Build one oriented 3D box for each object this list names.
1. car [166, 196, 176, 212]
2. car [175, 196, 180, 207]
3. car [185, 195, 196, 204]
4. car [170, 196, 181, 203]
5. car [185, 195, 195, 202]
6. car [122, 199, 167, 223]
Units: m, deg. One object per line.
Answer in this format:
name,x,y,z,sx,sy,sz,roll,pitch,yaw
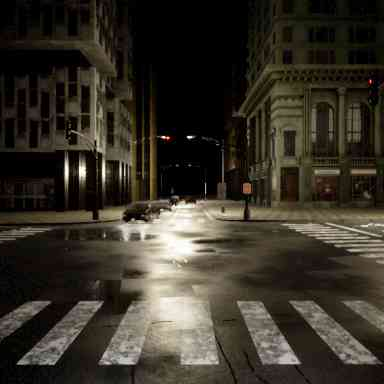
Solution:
car,-3.241,1.521,38.661,2.033,1.411,5.357,0,0,0
car,-3.302,1.516,51.352,1.994,1.385,4.181,0,0,0
car,-0.231,1.459,60.540,1.812,1.442,4.674,0,0,-1
car,-3.388,1.463,67.801,2.033,1.411,5.357,0,0,0
car,-0.427,1.454,73.760,1.994,1.385,4.181,0,0,0
car,-3.717,1.541,25.820,2.033,1.411,5.357,0,0,8
